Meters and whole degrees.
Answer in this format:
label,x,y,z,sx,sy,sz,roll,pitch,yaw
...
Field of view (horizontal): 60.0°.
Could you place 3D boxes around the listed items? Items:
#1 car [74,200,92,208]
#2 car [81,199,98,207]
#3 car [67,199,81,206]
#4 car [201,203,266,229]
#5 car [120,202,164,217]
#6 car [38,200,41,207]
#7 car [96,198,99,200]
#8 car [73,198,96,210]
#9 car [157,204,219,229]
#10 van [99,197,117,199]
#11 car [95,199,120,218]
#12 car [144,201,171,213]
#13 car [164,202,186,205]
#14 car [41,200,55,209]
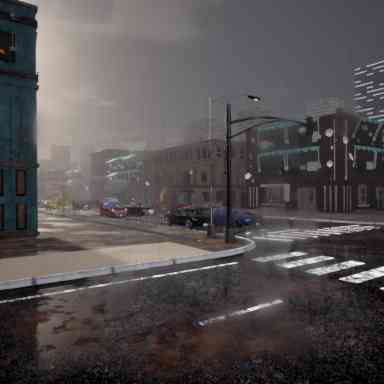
label,x,y,z,sx,sy,sz,roll,pitch,yaw
car,-20.440,2.192,62.288,1.812,1.442,4.674,-1,0,-35
car,-20.702,2.228,67.117,1.887,1.381,4.507,-1,0,-35
car,-27.110,2.364,76.144,1.947,1.339,4.313,-1,0,-35
car,2.794,1.749,23.995,2.033,1.411,5.357,-1,0,-34
car,-5.466,1.855,35.669,2.128,1.511,4.902,-1,0,-35
car,-30.738,2.376,66.778,2.008,1.369,4.403,-1,0,-35
car,-17.503,1.940,62.603,2.192,1.841,5.009,-1,0,-35
car,-17.557,2.092,52.869,2.128,1.511,4.902,-1,0,-35
car,-0.374,1.815,23.799,1.947,1.339,4.313,-1,0,-35
van,-14.298,1.907,58.090,1.690,1.788,3.998,-1,0,-35
car,-8.311,1.846,35.184,1.967,1.590,4.097,-1,0,-35
car,-4.679,1.966,44.550,1.802,1.307,4.206,-2,0,-35
car,-1.476,1.904,40.037,1.802,1.307,4.206,-2,0,-35
car,-24.231,2.233,57.612,1.752,1.417,4.829,-1,0,-35
